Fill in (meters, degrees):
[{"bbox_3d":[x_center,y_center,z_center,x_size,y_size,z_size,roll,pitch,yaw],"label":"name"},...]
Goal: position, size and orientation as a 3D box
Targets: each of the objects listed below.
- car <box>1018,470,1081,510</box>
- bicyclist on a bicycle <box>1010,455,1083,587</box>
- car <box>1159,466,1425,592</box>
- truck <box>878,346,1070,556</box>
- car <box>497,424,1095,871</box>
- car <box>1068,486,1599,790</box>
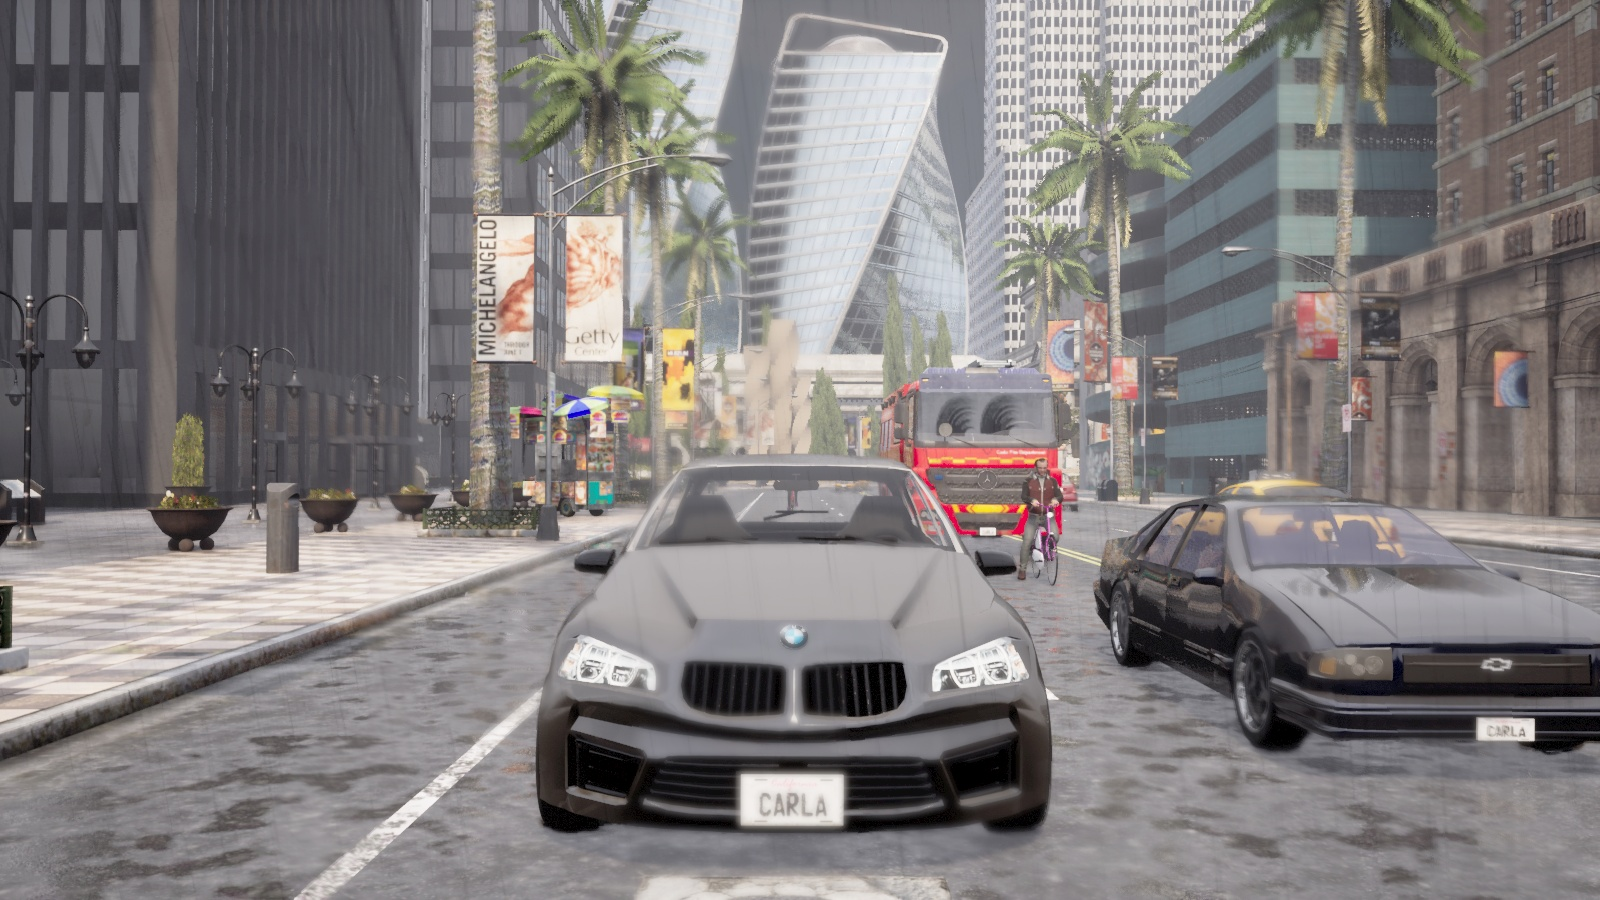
[{"bbox_3d":[10.151,1.611,51.271,1.789,1.549,3.705,0,-1,-1],"label":"car"},{"bbox_3d":[3.458,0.969,17.742,0.659,1.776,1.843,0,-1,0],"label":"bicyclist on a bicycle"},{"bbox_3d":[6.956,1.036,18.490,1.801,1.575,5.366,0,-1,0],"label":"car"},{"bbox_3d":[3.446,0.092,27.189,2.891,3.827,8.468,0,-1,0],"label":"truck"},{"bbox_3d":[-0.018,0.777,7.026,2.242,1.667,4.611,0,-1,0],"label":"car"},{"bbox_3d":[3.478,0.996,8.825,2.033,1.411,5.357,0,-1,0],"label":"car"}]
